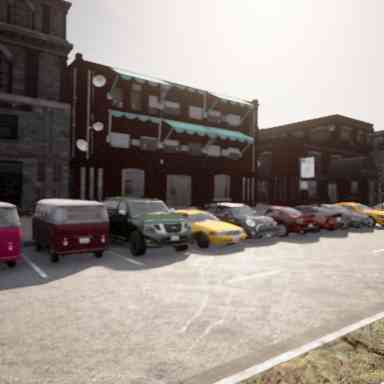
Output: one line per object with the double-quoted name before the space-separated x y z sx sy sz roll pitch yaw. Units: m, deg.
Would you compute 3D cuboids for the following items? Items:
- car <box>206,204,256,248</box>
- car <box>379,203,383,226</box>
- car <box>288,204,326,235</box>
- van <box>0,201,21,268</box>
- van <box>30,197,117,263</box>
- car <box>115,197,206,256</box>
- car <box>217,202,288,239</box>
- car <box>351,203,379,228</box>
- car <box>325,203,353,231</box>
"car" 0.175 1.509 15.286 1.946 1.575 5.366 0 0 -35
"car" 11.378 1.532 23.513 2.097 1.535 5.008 0 0 -35
"car" 4.495 1.522 18.589 2.097 1.535 5.008 0 0 -36
"van" -6.790 1.257 10.695 1.878 1.987 4.442 0 0 -35
"van" -4.627 1.268 12.233 1.878 1.987 4.442 0 0 -35
"car" -2.180 1.252 13.796 2.435 2.045 5.566 0 0 -35
"car" 2.212 1.392 17.005 2.185 1.767 4.553 0 0 -36
"car" 9.014 1.530 21.827 2.231 1.521 4.892 0 0 -36
"car" 6.738 1.555 20.232 2.163 1.488 4.792 0 0 -36
